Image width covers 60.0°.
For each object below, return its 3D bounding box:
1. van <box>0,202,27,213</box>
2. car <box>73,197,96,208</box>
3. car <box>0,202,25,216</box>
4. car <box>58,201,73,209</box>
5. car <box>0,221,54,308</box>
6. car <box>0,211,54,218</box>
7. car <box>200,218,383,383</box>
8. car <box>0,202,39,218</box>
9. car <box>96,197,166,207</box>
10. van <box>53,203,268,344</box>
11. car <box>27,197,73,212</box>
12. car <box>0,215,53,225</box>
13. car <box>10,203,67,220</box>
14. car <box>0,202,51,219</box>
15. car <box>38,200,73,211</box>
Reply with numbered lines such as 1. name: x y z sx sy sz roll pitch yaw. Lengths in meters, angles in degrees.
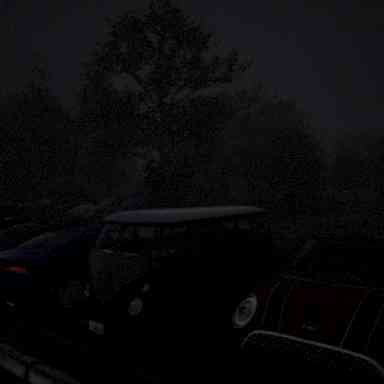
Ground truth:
1. van: -9.180 1.413 12.890 1.878 1.987 4.442 -1 0 35
2. car: -6.305 1.454 27.001 2.435 2.045 5.566 -1 0 35
3. car: -22.282 1.962 38.164 1.946 1.575 5.366 -1 -1 35
4. car: -8.657 1.779 28.705 2.002 1.452 4.674 -1 -1 35
5. car: -2.259 1.546 8.108 2.097 1.535 5.008 -1 0 35
6. car: -6.842 1.638 11.336 2.163 1.488 4.792 -1 0 35
7. car: 2.331 1.359 4.891 2.185 1.767 4.553 -1 0 35
8. car: -19.907 1.925 36.697 2.097 1.535 5.008 -1 -1 35
9. car: -4.135 1.425 25.460 2.435 2.045 5.566 -1 0 35
10. van: -0.040 1.290 6.395 1.878 1.987 4.442 -1 0 35
11. car: -13.114 1.557 31.842 2.435 2.045 5.566 -1 -1 35
12. car: -4.557 1.607 9.712 2.163 1.488 4.792 -1 0 35
13. car: -15.347 1.875 33.498 2.163 1.488 4.792 -1 -1 35
14. car: -17.650 1.915 35.064 2.163 1.488 4.792 -1 -1 35
15. car: -10.827 1.773 30.244 2.097 1.535 5.008 -1 -1 35
